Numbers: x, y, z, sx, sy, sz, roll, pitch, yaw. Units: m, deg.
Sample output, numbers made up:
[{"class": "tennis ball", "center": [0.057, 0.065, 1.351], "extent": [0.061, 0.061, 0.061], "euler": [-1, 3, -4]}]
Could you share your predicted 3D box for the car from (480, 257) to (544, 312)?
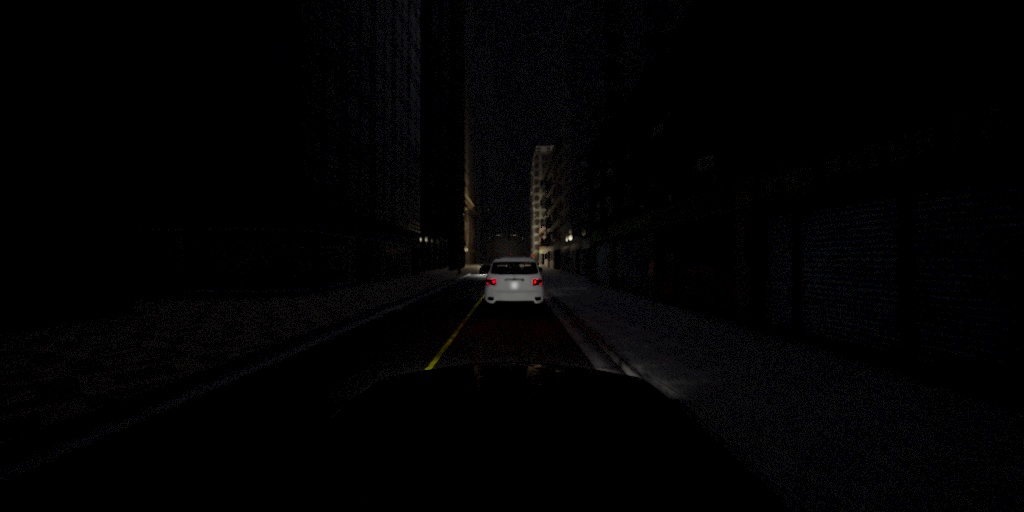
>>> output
[{"class": "car", "center": [0.095, 1.061, 14.793], "extent": [2.150, 2.045, 5.566], "euler": [0, 0, 0]}]
